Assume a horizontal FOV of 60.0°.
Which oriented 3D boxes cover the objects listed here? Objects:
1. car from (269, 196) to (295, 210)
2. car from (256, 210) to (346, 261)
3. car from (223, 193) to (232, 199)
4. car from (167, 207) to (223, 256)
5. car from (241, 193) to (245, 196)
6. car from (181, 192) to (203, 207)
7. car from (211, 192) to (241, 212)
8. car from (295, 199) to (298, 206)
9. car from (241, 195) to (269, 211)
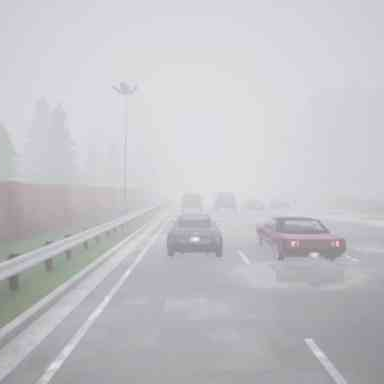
[{"bbox_3d":[10.482,1.338,39.997,1.812,1.442,4.674,0,0,0],"label":"car"},{"bbox_3d":[3.598,1.544,12.005,1.895,1.301,4.718,0,0,0],"label":"car"},{"bbox_3d":[10.082,1.035,94.641,1.882,1.535,5.008,0,0,0],"label":"car"},{"bbox_3d":[0.098,1.503,12.866,1.994,1.385,4.181,0,0,0],"label":"car"},{"bbox_3d":[13.598,1.095,92.013,2.128,1.511,4.902,0,0,0],"label":"car"},{"bbox_3d":[0.009,1.057,35.715,2.150,2.045,5.566,0,1,0],"label":"car"},{"bbox_3d":[3.506,1.056,35.892,2.150,2.045,5.566,0,1,0],"label":"car"},{"bbox_3d":[13.868,1.321,48.520,2.033,1.411,5.357,0,0,0],"label":"car"},{"bbox_3d":[7.002,1.387,37.952,1.994,1.385,4.181,0,0,0],"label":"car"}]
